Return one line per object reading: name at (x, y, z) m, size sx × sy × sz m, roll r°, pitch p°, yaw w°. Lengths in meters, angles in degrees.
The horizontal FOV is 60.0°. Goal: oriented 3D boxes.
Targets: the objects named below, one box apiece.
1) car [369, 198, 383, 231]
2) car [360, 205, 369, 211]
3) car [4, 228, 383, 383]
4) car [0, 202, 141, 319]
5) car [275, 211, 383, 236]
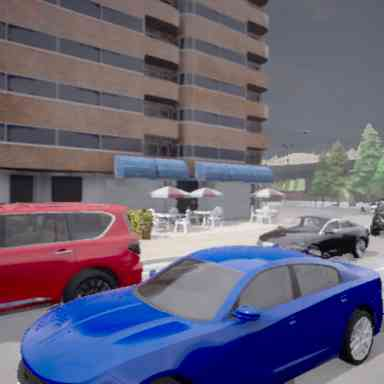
car at (11.715, 1.394, 19.194) m, size 2.150 × 2.045 × 5.566 m, roll 0°, pitch 0°, yaw 31°
car at (21.678, 1.860, 38.559) m, size 1.812 × 1.442 × 4.674 m, roll 0°, pitch 0°, yaw -11°
car at (0.543, 1.502, 4.345) m, size 5.008 × 1.535 × 1.882 m, roll 1°, pitch 0°, yaw -35°
car at (-3.554, 1.225, 5.722) m, size 5.566 × 2.045 × 2.150 m, roll 1°, pitch 0°, yaw -35°
car at (4.290, 1.576, 11.525) m, size 4.902 × 1.511 × 2.128 m, roll 1°, pitch 0°, yaw -37°
